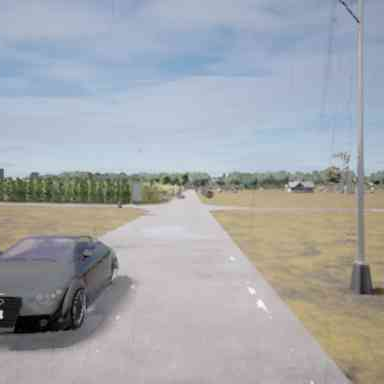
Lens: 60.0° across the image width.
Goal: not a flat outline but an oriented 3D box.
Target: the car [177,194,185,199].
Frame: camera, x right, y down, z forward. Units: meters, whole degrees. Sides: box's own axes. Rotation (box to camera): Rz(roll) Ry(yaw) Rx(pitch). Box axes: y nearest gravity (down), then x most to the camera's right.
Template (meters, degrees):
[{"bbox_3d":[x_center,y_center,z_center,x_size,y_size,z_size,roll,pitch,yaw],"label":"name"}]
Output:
[{"bbox_3d":[-2.758,1.138,84.523,1.994,1.385,4.181,0,1,0],"label":"car"}]

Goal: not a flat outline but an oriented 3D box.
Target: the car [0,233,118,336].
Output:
[{"bbox_3d":[-2.849,1.573,6.768,1.994,1.385,4.181,0,0,0],"label":"car"}]
